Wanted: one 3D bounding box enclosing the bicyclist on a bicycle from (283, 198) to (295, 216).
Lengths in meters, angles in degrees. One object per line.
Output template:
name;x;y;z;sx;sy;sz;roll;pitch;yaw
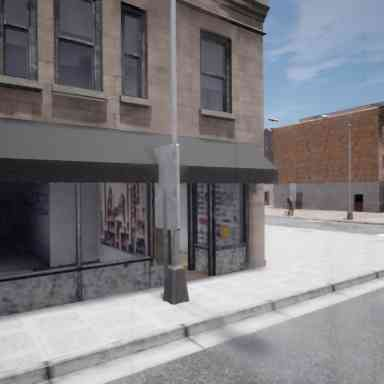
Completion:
bicyclist on a bicycle;8.935;1.384;30.640;1.656;1.620;0.582;-1;1;-35
